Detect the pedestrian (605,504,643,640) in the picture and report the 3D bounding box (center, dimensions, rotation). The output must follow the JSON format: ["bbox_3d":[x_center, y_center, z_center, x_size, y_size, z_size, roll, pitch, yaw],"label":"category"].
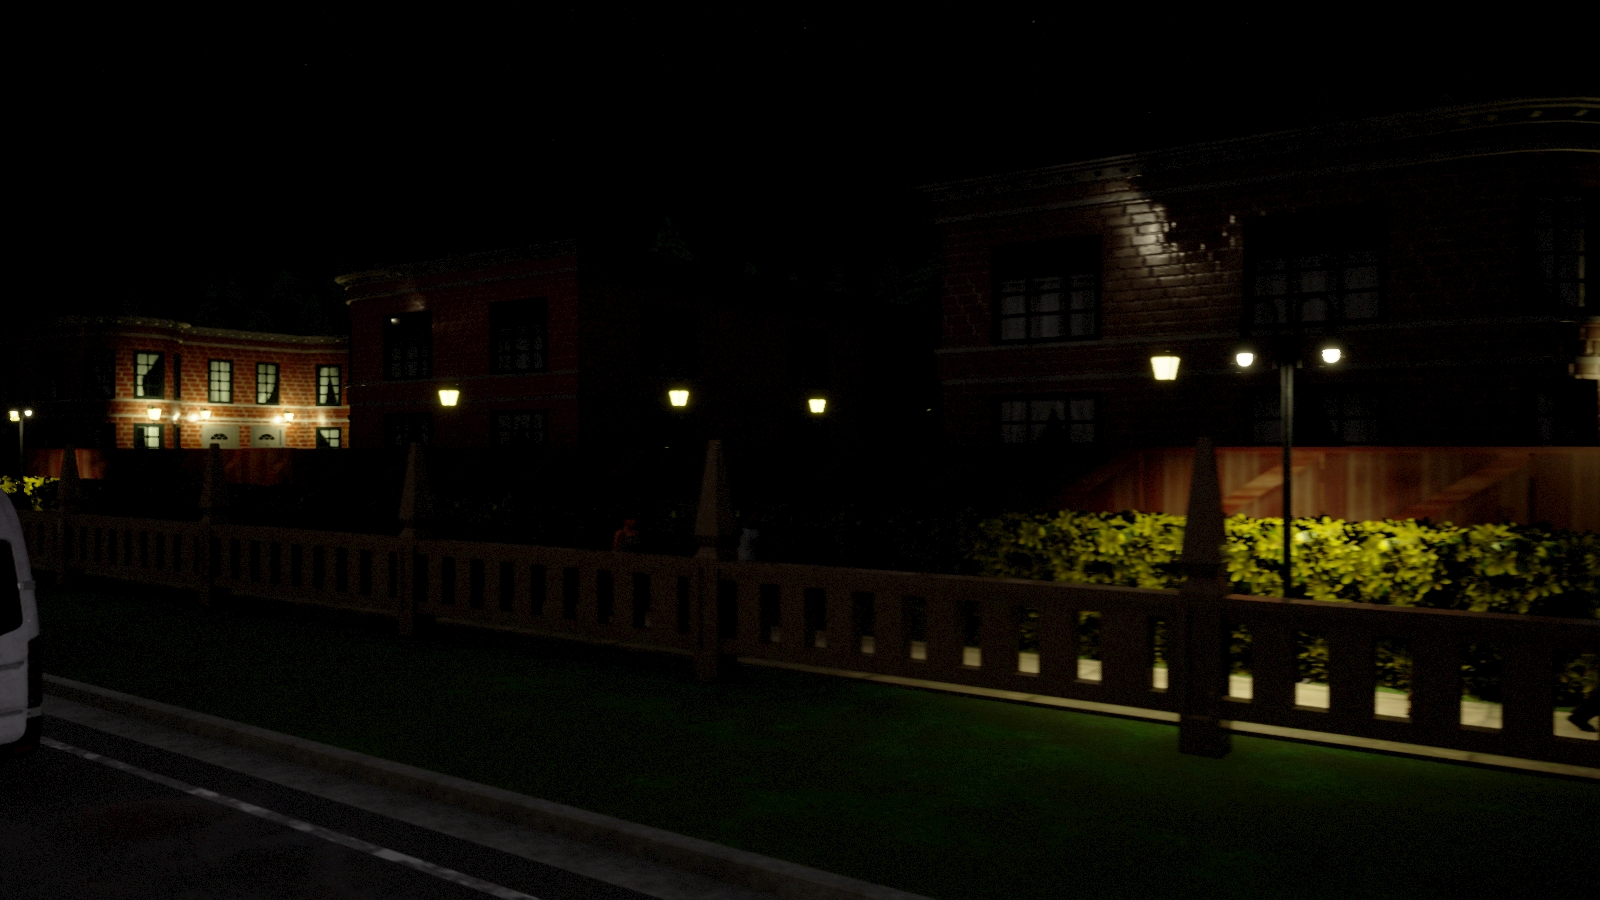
[{"bbox_3d":[-2.472,1.698,16.079,0.375,1.860,0.375,0,0,36],"label":"pedestrian"}]

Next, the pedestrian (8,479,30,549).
[{"bbox_3d":[-20.925,1.703,30.599,0.375,1.860,0.375,0,0,36],"label":"pedestrian"}]

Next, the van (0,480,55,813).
[{"bbox_3d":[-8.985,1.537,10.073,5.915,2.561,1.988,0,0,35],"label":"van"}]

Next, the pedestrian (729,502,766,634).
[{"bbox_3d":[-0.758,1.698,16.583,0.375,1.860,0.375,0,0,38],"label":"pedestrian"}]

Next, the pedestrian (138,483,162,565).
[{"bbox_3d":[-14.972,1.701,26.318,0.375,1.860,0.375,0,0,36],"label":"pedestrian"}]
